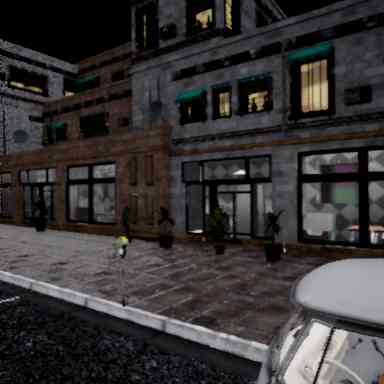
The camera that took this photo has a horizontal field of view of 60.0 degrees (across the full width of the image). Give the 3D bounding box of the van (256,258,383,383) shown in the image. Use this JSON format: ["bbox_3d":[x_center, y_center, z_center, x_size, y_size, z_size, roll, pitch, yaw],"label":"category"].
[{"bbox_3d":[2.164,1.341,1.345,3.998,1.788,1.690,0,-1,35],"label":"van"}]
